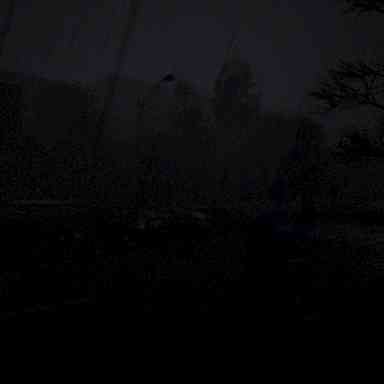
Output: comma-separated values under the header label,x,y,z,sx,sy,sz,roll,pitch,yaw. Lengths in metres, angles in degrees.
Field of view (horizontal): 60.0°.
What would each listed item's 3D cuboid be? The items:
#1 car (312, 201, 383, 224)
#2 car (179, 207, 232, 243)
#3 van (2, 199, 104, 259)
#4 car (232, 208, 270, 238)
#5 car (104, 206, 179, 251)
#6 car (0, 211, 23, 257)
label,x,y,z,sx,sy,sz,roll,pitch,yaw
car,11.513,1.541,24.749,4.792,1.488,2.163,-1,-1,35
car,-0.737,1.541,16.051,4.674,1.452,2.002,-1,-1,35
van,-5.698,1.273,12.661,4.442,1.987,1.878,-1,-1,35
car,1.734,1.533,17.785,4.792,1.488,2.163,-1,-1,35
car,-3.145,1.373,14.308,4.553,1.767,2.185,-1,-1,34
car,-8.025,1.496,10.860,4.892,1.521,2.231,-1,-1,35
